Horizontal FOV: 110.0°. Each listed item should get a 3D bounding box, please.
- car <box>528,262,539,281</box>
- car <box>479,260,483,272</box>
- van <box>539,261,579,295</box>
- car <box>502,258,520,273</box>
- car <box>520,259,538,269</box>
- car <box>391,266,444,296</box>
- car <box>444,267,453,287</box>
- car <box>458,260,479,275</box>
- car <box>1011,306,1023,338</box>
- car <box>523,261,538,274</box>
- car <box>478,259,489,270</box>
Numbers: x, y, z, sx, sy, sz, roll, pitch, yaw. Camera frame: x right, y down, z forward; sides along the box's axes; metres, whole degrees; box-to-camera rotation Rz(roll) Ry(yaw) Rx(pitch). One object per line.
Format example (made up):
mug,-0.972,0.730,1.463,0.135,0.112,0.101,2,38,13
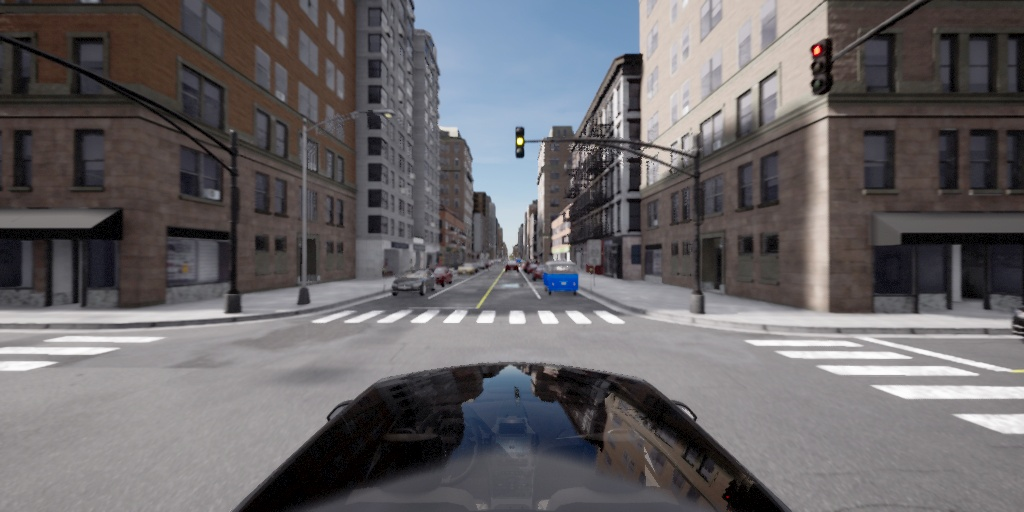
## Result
car,2.643,1.495,31.506,1.802,1.307,4.207,0,0,0
car,-5.380,1.567,48.546,1.948,1.339,4.313,0,0,0
van,2.641,1.191,20.144,1.690,1.789,3.998,0,0,0
car,0.008,1.484,49.861,1.882,1.535,5.008,0,0,0
car,2.645,1.314,48.551,2.192,1.841,5.009,0,0,0
car,-5.384,1.402,20.136,2.007,1.370,4.403,0,0,0
car,-5.383,1.428,25.818,1.888,1.381,4.507,0,0,0
car,-5.381,1.499,42.694,1.751,1.417,4.829,0,0,0
car,14.338,1.368,7.996,4.902,1.511,2.128,0,0,-2
car,2.644,1.554,42.869,1.802,1.307,4.207,0,0,0
car,-5.378,1.622,59.909,1.948,1.339,4.313,0,0,0
